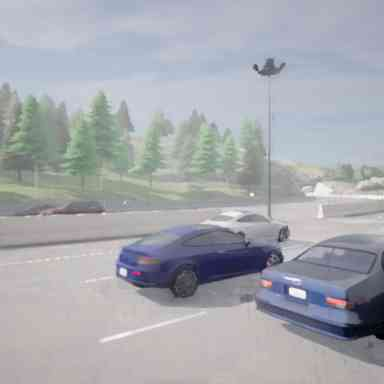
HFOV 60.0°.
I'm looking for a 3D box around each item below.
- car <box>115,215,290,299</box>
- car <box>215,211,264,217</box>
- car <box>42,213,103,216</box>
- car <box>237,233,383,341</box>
[{"bbox_3d":[0.365,1.541,8.504,4.674,1.442,1.812,0,0,-37],"label":"car"},{"bbox_3d":[2.300,1.549,14.448,4.674,1.442,1.812,0,0,-39],"label":"car"},{"bbox_3d":[-8.553,1.402,23.961,4.553,1.767,2.097,0,0,-38],"label":"car"},{"bbox_3d":[3.561,1.556,6.510,5.357,1.411,2.033,0,0,-38],"label":"car"}]
